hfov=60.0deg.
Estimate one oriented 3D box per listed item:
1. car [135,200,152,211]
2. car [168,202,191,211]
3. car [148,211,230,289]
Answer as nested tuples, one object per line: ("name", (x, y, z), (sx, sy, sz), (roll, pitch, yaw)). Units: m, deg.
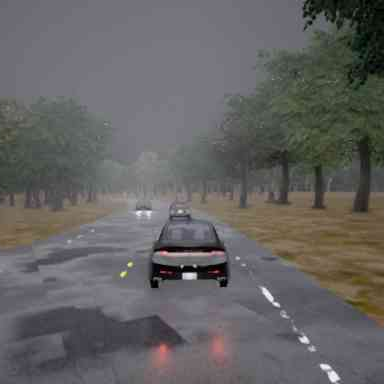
("car", (-5.957, 1.666, 41.284), (1.994, 1.385, 4.181), (0, 0, -6))
("car", (-1.081, 1.591, 28.443), (2.033, 1.411, 5.357), (0, 0, -4))
("car", (-0.107, 1.496, 9.190), (2.128, 1.511, 4.902), (0, 0, -1))
